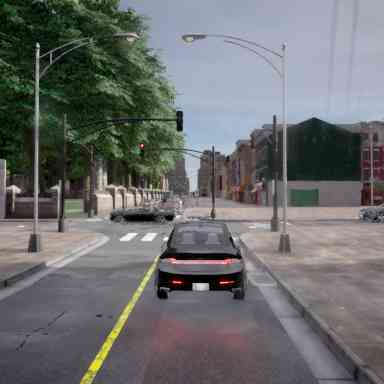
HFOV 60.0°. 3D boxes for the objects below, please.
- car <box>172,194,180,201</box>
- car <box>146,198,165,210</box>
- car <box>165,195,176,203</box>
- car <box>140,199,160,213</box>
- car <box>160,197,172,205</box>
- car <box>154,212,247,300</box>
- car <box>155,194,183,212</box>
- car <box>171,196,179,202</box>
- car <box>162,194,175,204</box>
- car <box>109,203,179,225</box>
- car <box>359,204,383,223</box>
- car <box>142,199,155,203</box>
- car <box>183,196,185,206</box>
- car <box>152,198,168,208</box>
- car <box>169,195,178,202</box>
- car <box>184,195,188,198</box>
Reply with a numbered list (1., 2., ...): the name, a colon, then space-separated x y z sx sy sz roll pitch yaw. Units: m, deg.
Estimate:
1. car: -4.472 1.556 93.619 2.192 1.841 5.009 1 0 0
2. car: -4.813 1.598 44.566 2.008 1.369 4.403 1 0 0
3. car: -4.624 1.570 71.817 1.967 1.590 4.097 1 0 0
4. car: -4.900 1.564 39.405 1.752 1.417 4.829 1 0 0
5. car: -4.701 1.671 60.916 1.802 1.307 4.206 1 0 0
6. car: 0.213 1.496 8.419 2.128 1.511 4.902 0 0 1
7. car: -2.310 1.383 34.750 2.097 1.767 4.553 0 0 -1
8. car: -4.514 1.734 87.997 1.752 1.417 4.829 1 0 0
9. car: -4.658 1.423 66.367 2.192 1.841 5.009 1 0 0
10. car: -3.514 1.655 23.990 4.718 1.301 1.895 0 -1 1
11. car: 14.591 1.409 23.819 4.902 1.511 2.128 -1 -1 1
12. car: -4.889 1.586 37.431 2.008 1.369 4.403 1 0 0
13. car: -2.275 1.574 45.025 1.812 1.442 4.674 0 0 0
14. car: -4.776 1.625 50.016 1.947 1.339 4.313 1 0 0
15. car: -4.549 1.621 82.717 1.967 1.590 4.097 1 0 0
16. car: -2.193 1.567 56.309 2.128 1.511 4.902 0 0 1
